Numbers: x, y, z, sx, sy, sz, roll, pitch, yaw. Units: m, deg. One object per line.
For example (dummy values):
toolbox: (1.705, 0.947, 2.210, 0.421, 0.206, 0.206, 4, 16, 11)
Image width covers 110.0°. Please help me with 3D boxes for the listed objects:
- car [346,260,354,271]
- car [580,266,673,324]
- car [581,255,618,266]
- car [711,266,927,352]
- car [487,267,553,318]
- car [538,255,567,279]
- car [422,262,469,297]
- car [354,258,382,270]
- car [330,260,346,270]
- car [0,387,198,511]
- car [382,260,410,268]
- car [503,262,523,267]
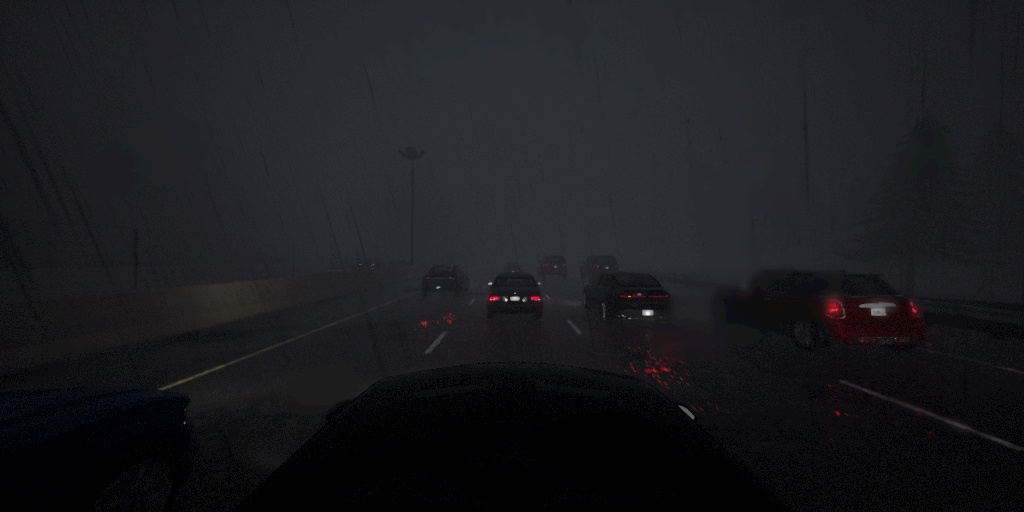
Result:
car: (-21.051, 1.230, 50.763, 1.882, 1.535, 5.008, 0, 0, 0)
car: (3.600, 1.255, 11.928, 1.837, 1.490, 4.892, 0, 0, 0)
car: (7.103, 0.973, 29.468, 2.150, 2.045, 5.566, 0, 0, 0)
car: (7.101, 1.102, 9.079, 2.097, 1.767, 4.553, 0, 0, 0)
car: (0.103, 1.298, 13.008, 2.033, 1.411, 5.357, 0, 0, 0)
car: (3.602, 0.973, 32.291, 2.150, 2.045, 5.566, 0, 0, 0)
car: (-3.396, 1.243, 18.940, 2.128, 1.511, 4.902, 0, 0, 0)
car: (-17.579, 1.104, 45.136, 2.097, 1.767, 4.553, 0, 0, 0)
car: (-24.543, 1.317, 52.010, 1.994, 1.385, 4.181, 0, 0, 1)
car: (-3.399, 1.228, 0.733, 1.882, 1.535, 5.008, 0, 0, 0)
car: (-14.083, 1.230, 44.859, 1.882, 1.535, 5.008, 0, 0, 0)
car: (0.088, 1.278, 36.228, 1.812, 1.442, 4.674, 0, 0, 0)
